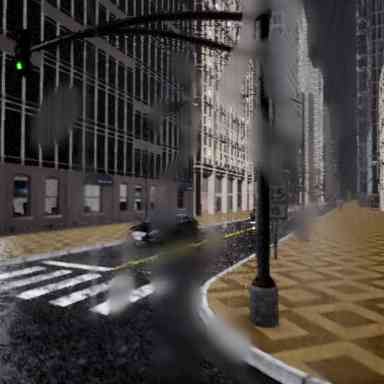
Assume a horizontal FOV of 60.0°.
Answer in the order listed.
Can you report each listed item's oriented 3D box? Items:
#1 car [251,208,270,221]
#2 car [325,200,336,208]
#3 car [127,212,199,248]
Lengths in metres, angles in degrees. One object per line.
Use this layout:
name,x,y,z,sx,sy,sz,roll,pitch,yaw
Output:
car,7.749,2.222,35.481,2.128,1.511,4.902,0,-1,26
car,36.017,3.406,87.082,2.128,1.511,4.902,0,-1,26
car,-1.298,1.803,16.716,2.128,1.511,4.902,0,-1,26
